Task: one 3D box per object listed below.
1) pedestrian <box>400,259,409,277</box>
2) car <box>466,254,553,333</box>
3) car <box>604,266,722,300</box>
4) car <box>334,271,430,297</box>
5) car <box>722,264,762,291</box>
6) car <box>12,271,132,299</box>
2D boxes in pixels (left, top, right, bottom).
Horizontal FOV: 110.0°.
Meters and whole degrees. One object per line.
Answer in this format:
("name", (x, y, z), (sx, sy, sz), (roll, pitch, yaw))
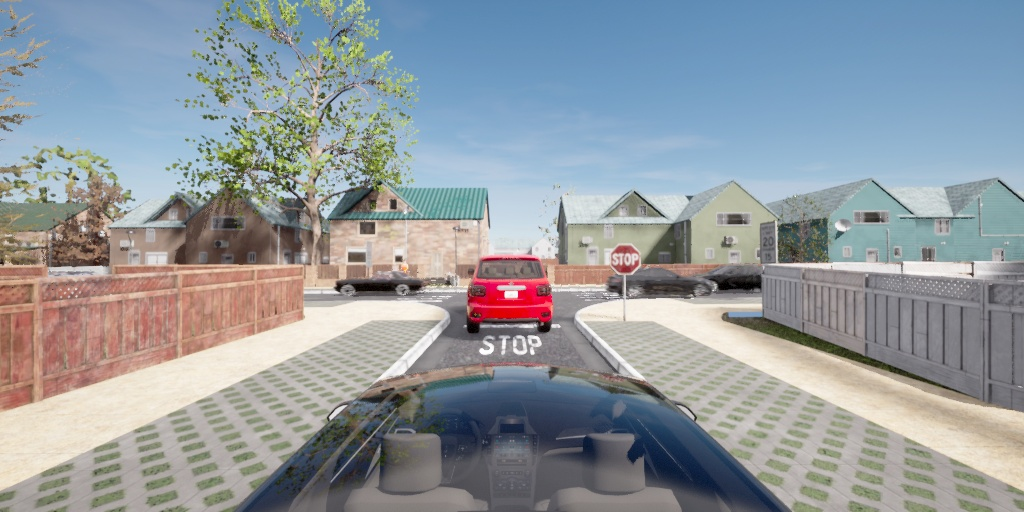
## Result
("pedestrian", (-6.732, 1.116, 22.505), (0.375, 1.860, 0.375), (0, -1, 1))
("car", (-0.178, 0.974, 10.897), (2.150, 2.045, 5.566), (0, 0, -3))
("car", (6.649, 1.227, 16.471), (4.674, 1.442, 1.812), (-1, -1, 1))
("car", (-7.061, 1.504, 19.587), (4.718, 1.301, 1.895), (-1, -1, 1))
("car", (11.875, 1.209, 19.361), (5.008, 1.535, 1.882), (0, -1, 1))
("car", (-20.258, 1.461, 16.801), (4.902, 1.511, 2.128), (-1, -1, 1))
